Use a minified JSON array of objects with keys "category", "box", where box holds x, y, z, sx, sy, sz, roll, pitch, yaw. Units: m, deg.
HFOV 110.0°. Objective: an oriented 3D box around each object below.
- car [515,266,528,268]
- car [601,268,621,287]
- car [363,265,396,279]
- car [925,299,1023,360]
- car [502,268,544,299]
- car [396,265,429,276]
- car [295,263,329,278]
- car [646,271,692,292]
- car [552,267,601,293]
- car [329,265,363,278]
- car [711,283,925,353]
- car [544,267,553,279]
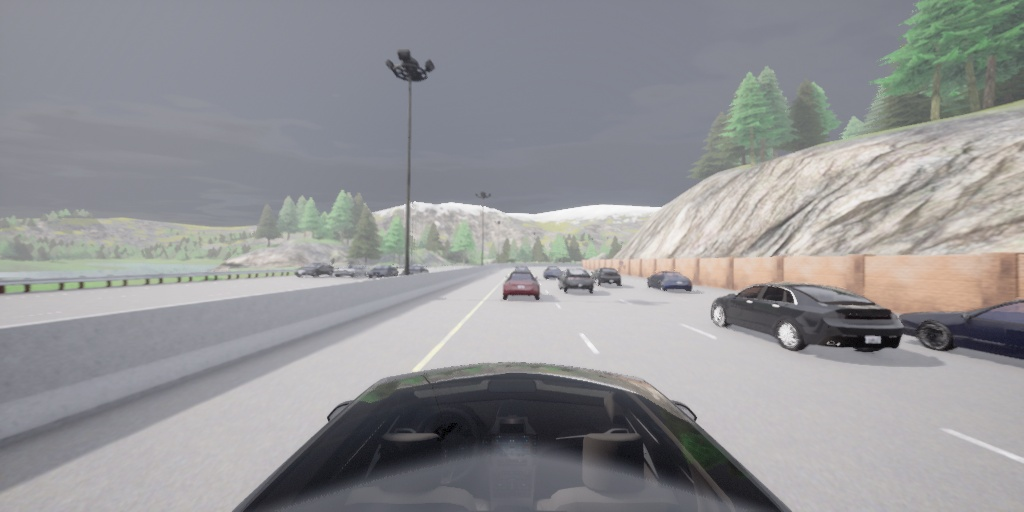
[{"category":"car","box":[1.010,1.780,38.162,2.033,1.411,5.357,1,-1,2]},{"category":"car","box":[7.798,1.723,30.196,1.837,1.490,4.892,1,-1,2]},{"category":"car","box":[-13.155,1.598,36.957,1.994,1.385,4.181,1,-1,2]},{"category":"car","box":[10.660,1.499,6.673,2.033,1.411,5.357,1,-1,2]},{"category":"car","box":[0.521,1.557,20.082,1.994,1.385,4.181,1,-1,2]},{"category":"car","box":[-9.682,1.633,36.142,1.994,1.385,4.181,1,-1,2]},{"category":"car","box":[-20.162,1.433,36.837,2.128,1.511,4.902,1,-1,2]},{"category":"car","box":[11.179,1.769,25.813,1.994,1.385,4.181,1,-1,2]},{"category":"car","box":[4.120,1.578,23.669,2.128,1.511,4.902,1,-1,2]},{"category":"car","box":[-16.639,1.596,37.437,1.895,1.301,4.718,1,-1,2]},{"category":"car","box":[7.238,1.449,9.541,1.837,1.490,4.892,1,-1,2]},{"category":"car","box":[4.569,1.871,40.324,1.994,1.385,4.181,1,-1,2]}]
